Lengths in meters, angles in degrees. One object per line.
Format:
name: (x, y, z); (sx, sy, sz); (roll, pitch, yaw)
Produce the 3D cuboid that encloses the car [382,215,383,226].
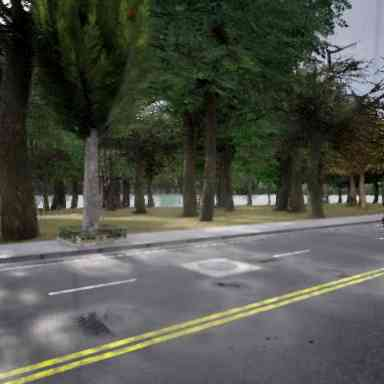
car: (14.421, 1.539, 21.991); (4.674, 1.442, 1.812); (0, 0, -36)
